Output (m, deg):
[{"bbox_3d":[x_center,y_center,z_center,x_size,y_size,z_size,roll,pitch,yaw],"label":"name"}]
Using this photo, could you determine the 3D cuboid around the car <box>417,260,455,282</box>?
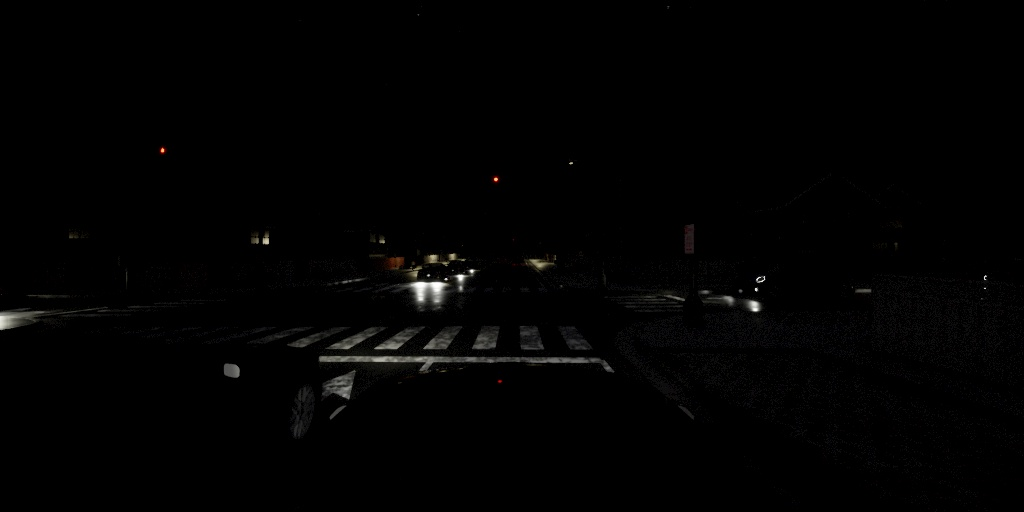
[{"bbox_3d":[-6.137,1.251,28.484,1.994,1.385,4.181,0,0,1],"label":"car"}]

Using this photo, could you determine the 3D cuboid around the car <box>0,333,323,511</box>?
[{"bbox_3d":[-3.153,1.228,2.192,1.882,1.535,5.008,0,0,1],"label":"car"}]

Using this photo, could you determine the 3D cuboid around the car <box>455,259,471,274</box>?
[{"bbox_3d":[-5.964,1.166,38.776,1.812,1.442,4.674,0,0,1],"label":"car"}]

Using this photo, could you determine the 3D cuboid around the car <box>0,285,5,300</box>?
[{"bbox_3d":[-23.179,1.141,13.752,5.566,2.045,2.150,0,0,4],"label":"car"}]

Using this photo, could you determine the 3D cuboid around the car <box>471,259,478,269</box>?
[{"bbox_3d":[-5.767,1.061,49.419,2.033,1.411,5.357,0,1,2],"label":"car"}]

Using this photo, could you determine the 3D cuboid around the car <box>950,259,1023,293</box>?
[{"bbox_3d":[22.720,0.914,16.451,4.553,1.767,2.097,0,0,0],"label":"car"}]

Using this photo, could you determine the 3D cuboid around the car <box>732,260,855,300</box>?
[{"bbox_3d":[12.647,0.994,16.349,4.553,1.767,2.097,0,0,-1],"label":"car"}]
